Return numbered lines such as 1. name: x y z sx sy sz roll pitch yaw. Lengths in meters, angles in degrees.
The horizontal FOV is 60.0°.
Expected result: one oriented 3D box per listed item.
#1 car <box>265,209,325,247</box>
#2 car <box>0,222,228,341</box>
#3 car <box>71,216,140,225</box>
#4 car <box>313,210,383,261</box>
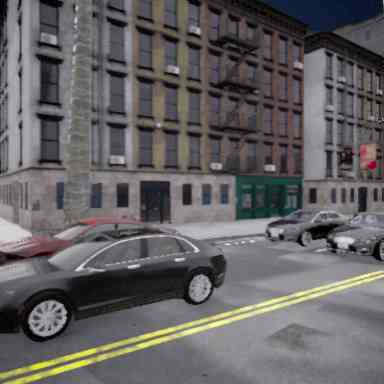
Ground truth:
1. car: 5.524 1.567 15.522 4.902 1.511 2.128 0 0 -35
2. car: -1.485 1.520 6.610 4.892 1.490 1.837 1 0 -35
3. car: -2.756 1.496 9.694 5.008 1.535 1.882 1 0 -35
4. car: 7.106 1.565 12.663 4.902 1.511 2.128 0 0 -35
